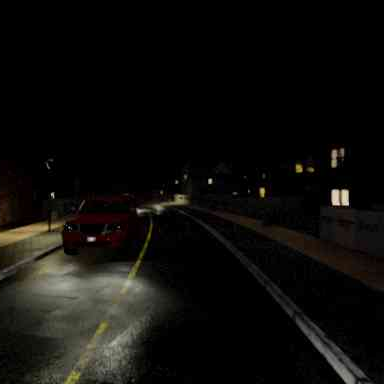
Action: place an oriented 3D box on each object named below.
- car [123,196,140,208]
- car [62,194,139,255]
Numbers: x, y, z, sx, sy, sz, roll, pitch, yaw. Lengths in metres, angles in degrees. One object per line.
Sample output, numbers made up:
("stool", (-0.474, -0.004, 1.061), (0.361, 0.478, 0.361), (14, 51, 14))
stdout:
("car", (-8.400, 1.364, 45.888), (2.128, 1.511, 4.902), (0, 0, -13))
("car", (-3.401, 1.167, 13.432), (2.150, 2.045, 5.566), (0, 0, -4))
